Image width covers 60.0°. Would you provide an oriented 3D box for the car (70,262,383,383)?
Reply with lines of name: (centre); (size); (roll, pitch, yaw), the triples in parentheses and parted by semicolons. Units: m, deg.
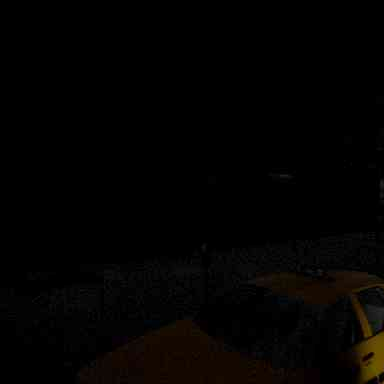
car: (1.127, 1.519, 3.612); (4.829, 1.417, 1.752); (0, 0, -35)
